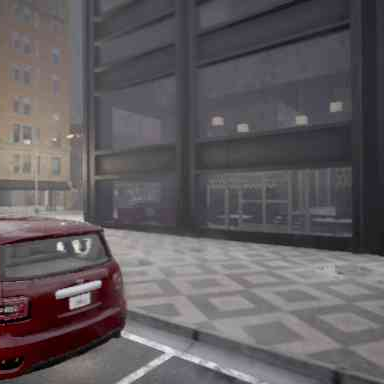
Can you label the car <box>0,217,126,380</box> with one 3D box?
[{"bbox_3d":[-3.208,1.310,5.151,5.009,1.841,2.192,0,-1,36],"label":"car"}]
